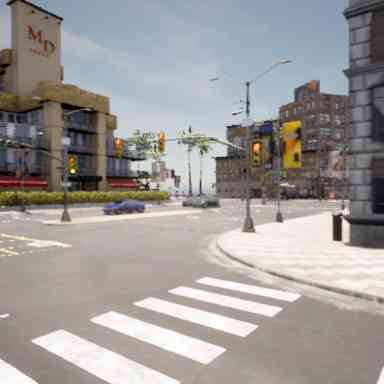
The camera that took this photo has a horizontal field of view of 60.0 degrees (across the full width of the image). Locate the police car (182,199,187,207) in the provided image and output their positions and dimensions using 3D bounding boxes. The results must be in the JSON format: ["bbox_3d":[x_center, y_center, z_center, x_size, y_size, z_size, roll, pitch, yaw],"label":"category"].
[{"bbox_3d":[0.449,1.398,48.355,2.038,1.542,4.974,0,0,37],"label":"police car"}]

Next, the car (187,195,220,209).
[{"bbox_3d":[1.860,1.248,44.441,2.097,1.767,4.553,0,0,37],"label":"car"}]

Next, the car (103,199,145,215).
[{"bbox_3d":[-6.705,1.481,33.260,1.812,1.442,4.674,0,0,38],"label":"car"}]
